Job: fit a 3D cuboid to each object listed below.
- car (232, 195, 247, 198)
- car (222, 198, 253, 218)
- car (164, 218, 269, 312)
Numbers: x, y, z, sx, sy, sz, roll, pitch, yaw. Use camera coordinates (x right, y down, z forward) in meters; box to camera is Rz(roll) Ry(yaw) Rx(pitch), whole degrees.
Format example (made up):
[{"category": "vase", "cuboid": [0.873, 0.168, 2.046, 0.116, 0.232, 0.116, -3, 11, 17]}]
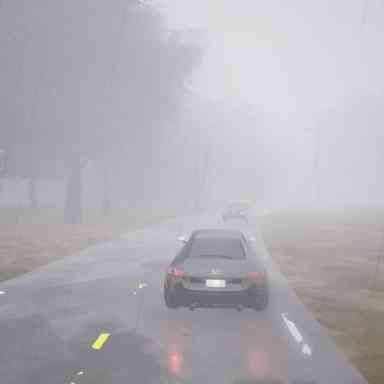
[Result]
[{"category": "car", "cuboid": [5.821, 1.193, 41.273, 1.882, 1.535, 5.008, -1, 1, 24]}, {"category": "car", "cuboid": [3.487, 1.425, 25.178, 2.033, 1.411, 5.357, 0, 0, 15]}, {"category": "car", "cuboid": [0.584, 1.550, 7.786, 1.994, 1.385, 4.181, 0, 0, 5]}]
